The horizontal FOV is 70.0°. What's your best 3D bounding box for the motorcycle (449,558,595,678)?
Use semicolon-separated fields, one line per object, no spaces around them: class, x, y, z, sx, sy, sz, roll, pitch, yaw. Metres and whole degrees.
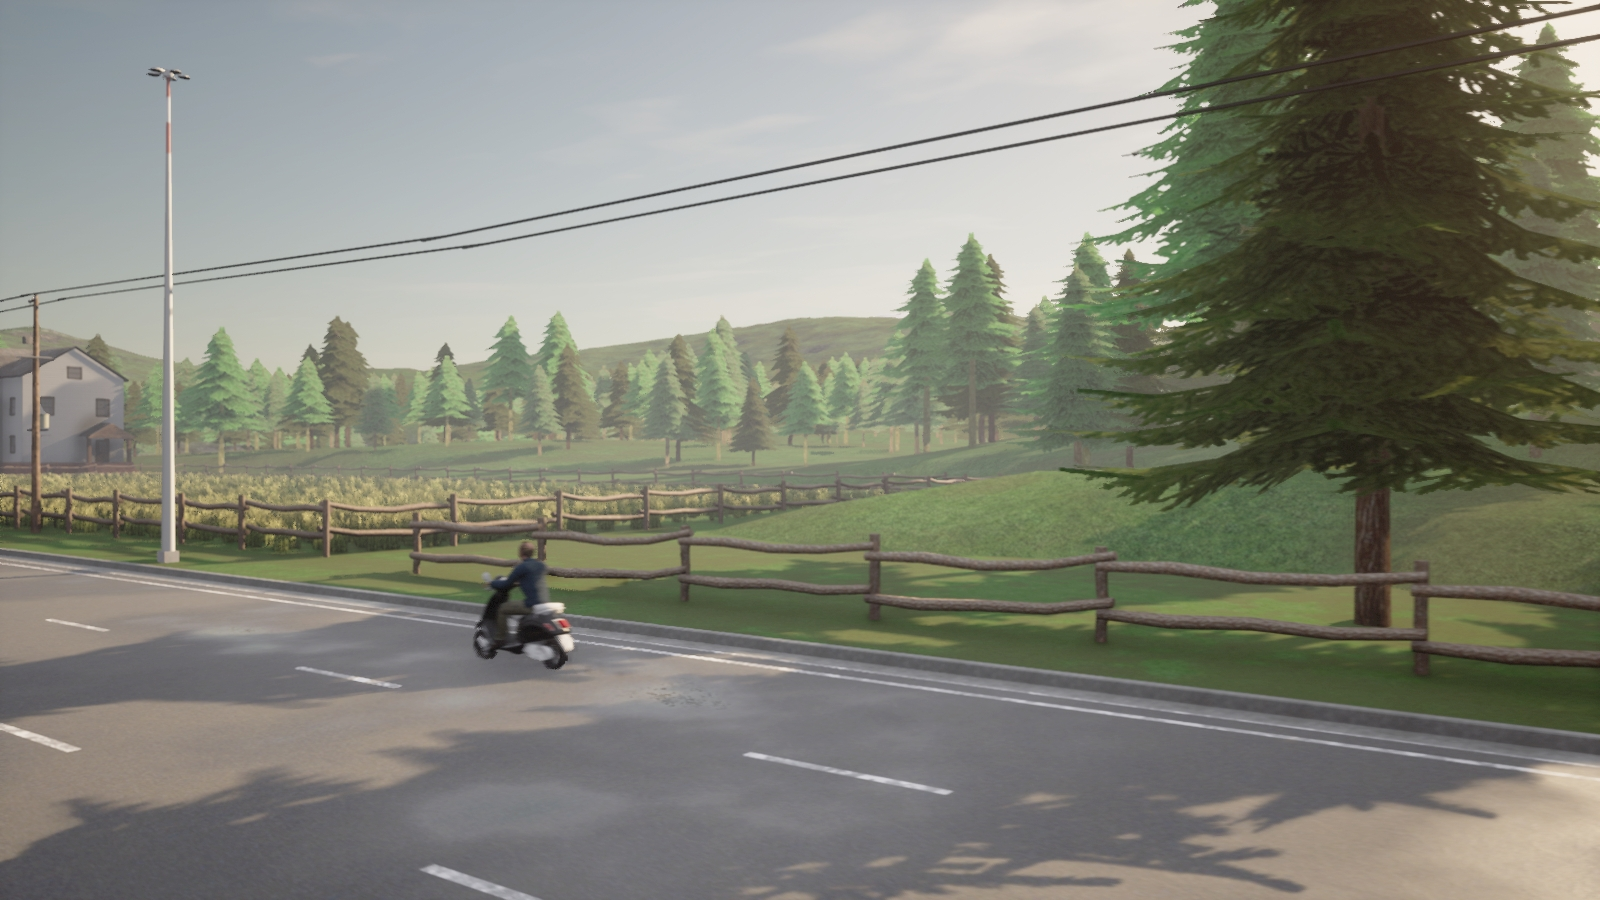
motorcycle;-3.630;2.143;14.871;1.805;1.316;0.856;0;0;35
